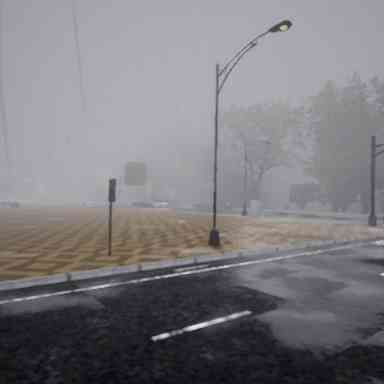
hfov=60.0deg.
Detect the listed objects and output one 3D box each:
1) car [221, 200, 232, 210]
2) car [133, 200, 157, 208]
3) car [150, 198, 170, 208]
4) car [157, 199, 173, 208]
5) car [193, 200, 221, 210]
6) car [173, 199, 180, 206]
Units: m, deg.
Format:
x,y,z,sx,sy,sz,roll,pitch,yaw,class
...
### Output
x,y,z,sx,sy,sz,roll,pitch,yaw,class
4.779,2.146,57.216,2.097,1.767,4.553,2,-2,-36,car
-8.725,2.234,59.245,1.895,1.301,4.718,2,-2,-36,car
-6.503,2.197,67.280,2.097,1.767,4.553,2,-2,-36,car
-5.938,2.240,60.932,1.812,1.442,4.674,2,-2,-36,car
2.119,2.315,55.335,1.895,1.301,4.718,2,-2,-36,car
-4.374,2.268,69.881,1.837,1.490,4.892,2,-2,-36,car
